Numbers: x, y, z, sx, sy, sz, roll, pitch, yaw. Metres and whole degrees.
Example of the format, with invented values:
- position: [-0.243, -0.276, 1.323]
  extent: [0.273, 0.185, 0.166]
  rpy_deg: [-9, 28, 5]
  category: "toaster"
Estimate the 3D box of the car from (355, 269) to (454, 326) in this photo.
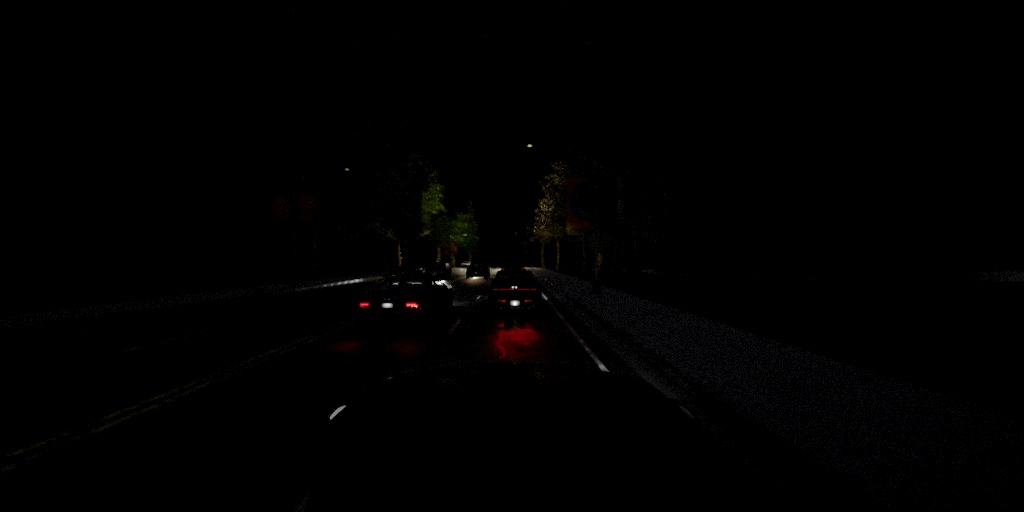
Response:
- position: [-3.154, 1.301, 11.584]
  extent: [2.033, 1.411, 5.357]
  rpy_deg: [0, 0, 0]
  category: "car"

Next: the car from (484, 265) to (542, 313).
- position: [0.095, 1.262, 13.940]
  extent: [1.837, 1.490, 4.892]
  rpy_deg: [0, 0, 0]
  category: "car"

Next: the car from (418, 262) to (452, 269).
- position: [-6.607, 1.338, 32.523]
  extent: [2.128, 1.511, 4.902]
  rpy_deg: [0, 0, 0]
  category: "car"

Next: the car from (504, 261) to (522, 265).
- position: [0.089, 1.195, 31.983]
  extent: [2.097, 1.767, 4.553]
  rpy_deg: [0, 0, 0]
  category: "car"

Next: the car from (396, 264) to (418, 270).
- position: [-9.856, 1.425, 34.306]
  extent: [1.994, 1.385, 4.181]
  rpy_deg: [0, 0, 0]
  category: "car"

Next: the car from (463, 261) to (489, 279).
- position: [-3.161, 1.336, 34.014]
  extent: [1.882, 1.535, 5.008]
  rpy_deg: [0, 0, 0]
  category: "car"
